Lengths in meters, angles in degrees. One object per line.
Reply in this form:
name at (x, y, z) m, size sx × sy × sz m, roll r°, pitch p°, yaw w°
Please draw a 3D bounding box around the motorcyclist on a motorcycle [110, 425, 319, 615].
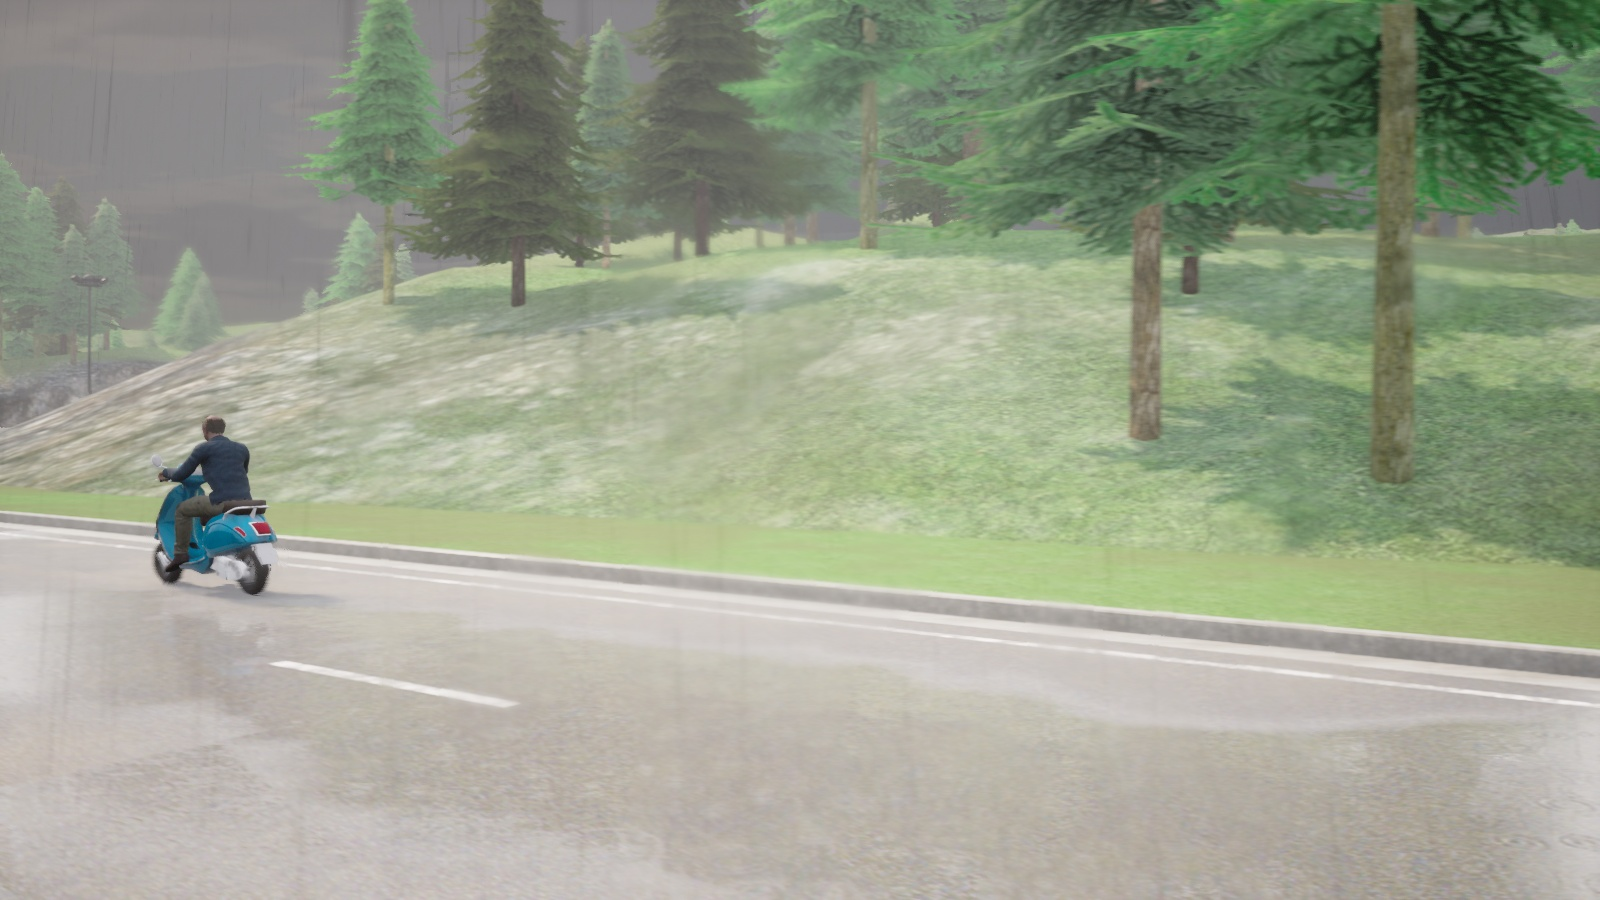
motorcyclist on a motorcycle at (-5.303, 0.578, 11.348) m, size 1.817 × 1.590 × 0.866 m, roll 0°, pitch 1°, yaw 34°
